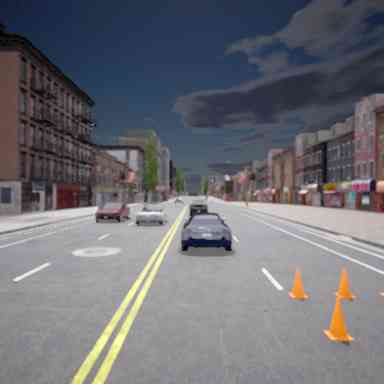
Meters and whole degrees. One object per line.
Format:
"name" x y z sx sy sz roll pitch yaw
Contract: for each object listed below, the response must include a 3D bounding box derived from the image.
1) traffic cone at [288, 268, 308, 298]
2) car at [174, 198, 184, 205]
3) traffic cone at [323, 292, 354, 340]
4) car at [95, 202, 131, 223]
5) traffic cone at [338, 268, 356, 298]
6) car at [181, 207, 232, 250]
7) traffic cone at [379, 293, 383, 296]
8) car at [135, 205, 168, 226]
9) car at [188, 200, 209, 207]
"traffic cone" 2.290 1.946 7.186 0.340 0.580 0.340 0 0 0
"car" -2.503 1.847 65.848 1.895 1.301 4.718 0 -1 0
"traffic cone" 2.279 1.949 5.186 0.340 0.580 0.340 0 0 0
"car" -6.074 1.514 25.978 1.882 1.535 5.008 0 0 0
"traffic cone" 3.289 1.948 7.180 0.340 0.580 0.340 0 0 0
"car" 0.560 1.559 14.185 1.994 1.385 4.181 0 0 0
"traffic cone" 4.289 1.951 7.174 0.340 0.580 0.340 0 0 0
"car" -2.835 1.631 23.835 1.895 1.301 4.718 0 0 0
"car" 0.670 1.608 34.305 1.837 1.490 4.892 0 0 0
